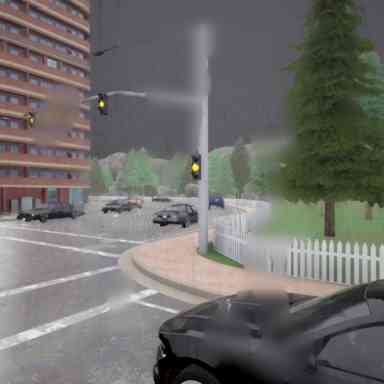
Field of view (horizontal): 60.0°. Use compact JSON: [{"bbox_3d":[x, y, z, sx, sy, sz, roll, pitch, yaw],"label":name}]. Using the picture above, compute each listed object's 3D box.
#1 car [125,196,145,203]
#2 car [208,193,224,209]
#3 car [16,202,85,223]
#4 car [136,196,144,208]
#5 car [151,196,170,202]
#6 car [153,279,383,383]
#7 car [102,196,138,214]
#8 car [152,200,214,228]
[{"bbox_3d":[-11.783,1.470,68.722,4.674,1.442,1.812,0,0,44],"label":"car"},{"bbox_3d":[2.846,1.166,44.978,2.150,2.045,5.566,0,0,-6],"label":"car"},{"bbox_3d":[-10.616,1.492,25.567,2.033,1.411,5.357,0,0,24],"label":"car"},{"bbox_3d":[-8.096,1.296,45.682,2.097,1.767,4.553,0,0,-11],"label":"car"},{"bbox_3d":[-6.492,1.545,67.954,1.895,1.301,4.718,0,0,-37],"label":"car"},{"bbox_3d":[1.899,1.478,2.635,5.008,1.535,1.882,0,0,36],"label":"car"},{"bbox_3d":[-7.797,1.492,35.386,2.033,1.411,5.357,0,0,7],"label":"car"},{"bbox_3d":[-0.594,1.492,21.665,2.033,1.411,5.357,0,0,23],"label":"car"}]
